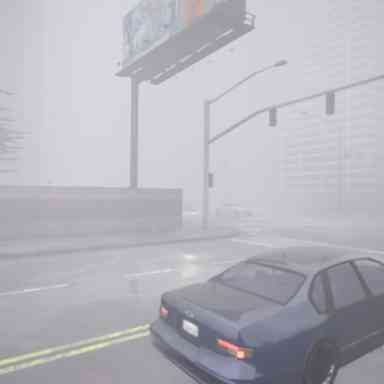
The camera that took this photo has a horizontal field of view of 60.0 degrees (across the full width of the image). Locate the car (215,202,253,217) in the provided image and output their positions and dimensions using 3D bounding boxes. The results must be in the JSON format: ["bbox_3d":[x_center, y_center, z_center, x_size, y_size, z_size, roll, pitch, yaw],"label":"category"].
[{"bbox_3d":[4.275,1.811,34.853,1.812,1.442,4.674,1,0,-35],"label":"car"}]

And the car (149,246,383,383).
[{"bbox_3d":[2.015,1.603,5.207,5.357,1.411,2.033,1,0,-36],"label":"car"}]

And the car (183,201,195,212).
[{"bbox_3d":[-1.410,1.850,42.933,1.994,1.385,4.181,1,0,-35],"label":"car"}]
